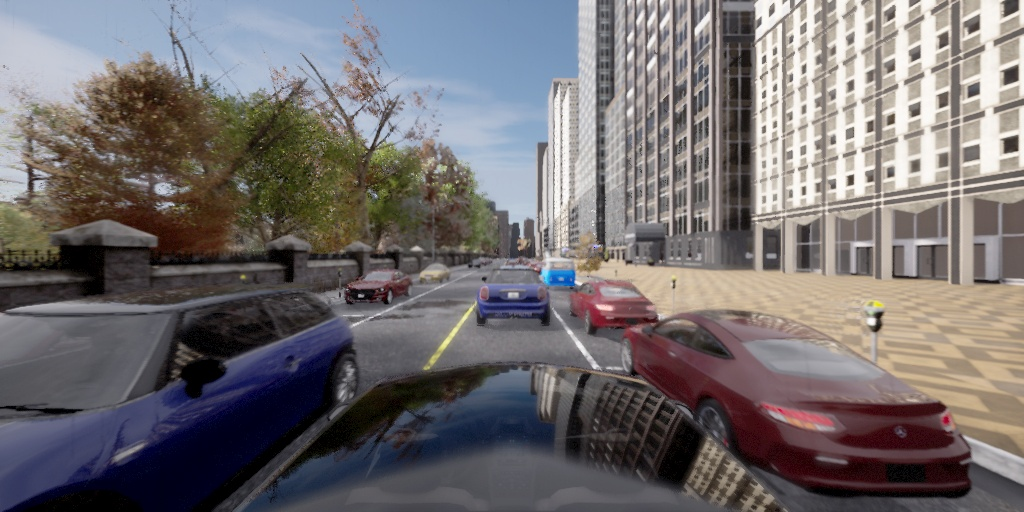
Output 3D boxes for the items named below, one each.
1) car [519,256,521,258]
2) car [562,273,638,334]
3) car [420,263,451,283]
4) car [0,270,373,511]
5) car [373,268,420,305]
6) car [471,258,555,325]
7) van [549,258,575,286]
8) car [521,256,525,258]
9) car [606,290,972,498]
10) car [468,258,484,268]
[{"bbox_3d":[0.095,1.154,49.881,1.812,1.442,4.674,0,0,0],"label":"car"},{"bbox_3d":[2.688,1.306,10.153,1.802,1.307,4.207,0,0,0],"label":"car"},{"bbox_3d":[-5.693,1.205,26.879,1.751,1.417,4.829,0,0,0],"label":"car"},{"bbox_3d":[-3.101,1.098,2.907,2.097,1.767,4.553,0,0,0],"label":"car"},{"bbox_3d":[-5.693,1.253,15.784,1.888,1.381,4.507,0,0,0],"label":"car"},{"bbox_3d":[0.025,1.071,11.800,2.097,1.767,4.553,0,0,0],"label":"car"},{"bbox_3d":[2.688,1.034,21.418,1.690,1.789,3.998,0,0,0],"label":"van"},{"bbox_3d":[2.686,1.057,55.210,1.967,1.591,4.097,0,0,0],"label":"car"},{"bbox_3d":[2.689,1.323,4.521,1.802,1.307,4.207,0,0,0],"label":"car"},{"bbox_3d":[-5.694,1.183,55.210,1.948,1.339,4.313,0,0,0],"label":"car"}]
